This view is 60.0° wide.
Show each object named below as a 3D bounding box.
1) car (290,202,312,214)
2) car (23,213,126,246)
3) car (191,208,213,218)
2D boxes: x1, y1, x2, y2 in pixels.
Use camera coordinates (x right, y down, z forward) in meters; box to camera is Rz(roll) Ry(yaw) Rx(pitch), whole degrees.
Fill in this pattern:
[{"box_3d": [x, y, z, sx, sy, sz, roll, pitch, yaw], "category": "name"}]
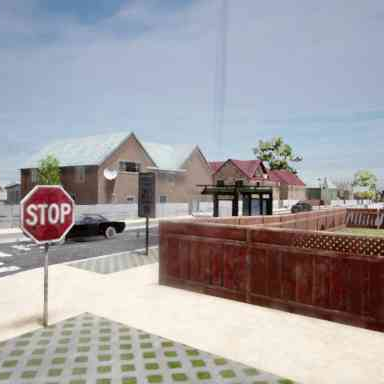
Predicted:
[{"box_3d": [14.786, 2.156, 44.830, 1.837, 1.490, 4.892, 1, -1, 36], "category": "car"}, {"box_3d": [-5.649, 1.745, 16.412, 1.895, 1.301, 4.718, 1, 0, 37], "category": "car"}, {"box_3d": [1.925, 1.925, 26.955, 1.895, 1.301, 4.718, 1, 0, 36], "category": "car"}]
